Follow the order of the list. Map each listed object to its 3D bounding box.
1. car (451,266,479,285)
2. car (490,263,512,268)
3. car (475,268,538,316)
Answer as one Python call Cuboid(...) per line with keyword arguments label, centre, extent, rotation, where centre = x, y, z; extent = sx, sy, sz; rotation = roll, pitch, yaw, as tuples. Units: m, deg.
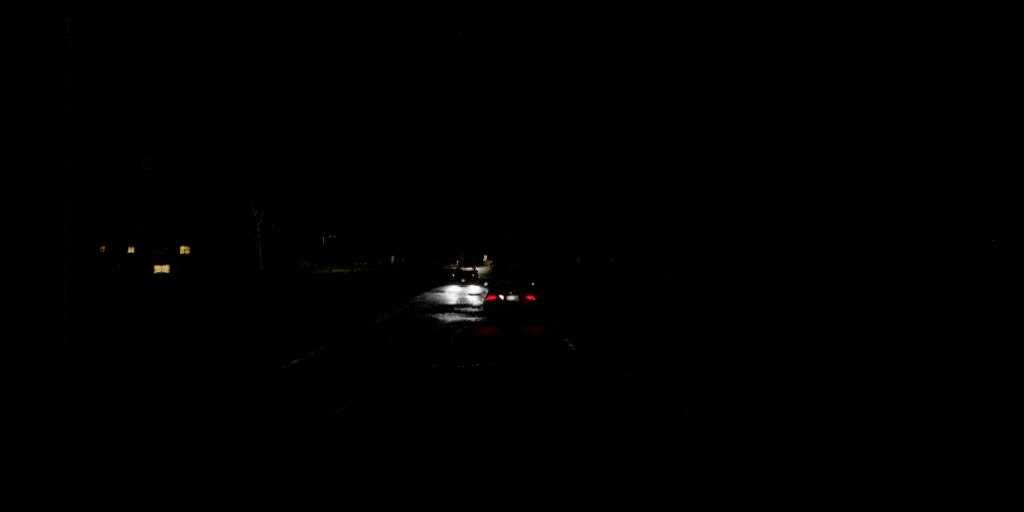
Cuboid(label="car", centre=(-3.632, 1.481, 28.161), extent=(1.895, 1.301, 4.718), rotation=(0, 0, -3))
Cuboid(label="car", centre=(-1.021, 1.424, 33.788), extent=(1.837, 1.490, 4.892), rotation=(0, 0, -4))
Cuboid(label="car", centre=(-0.085, 1.355, 13.560), extent=(2.033, 1.411, 5.357), rotation=(0, 0, -1))
